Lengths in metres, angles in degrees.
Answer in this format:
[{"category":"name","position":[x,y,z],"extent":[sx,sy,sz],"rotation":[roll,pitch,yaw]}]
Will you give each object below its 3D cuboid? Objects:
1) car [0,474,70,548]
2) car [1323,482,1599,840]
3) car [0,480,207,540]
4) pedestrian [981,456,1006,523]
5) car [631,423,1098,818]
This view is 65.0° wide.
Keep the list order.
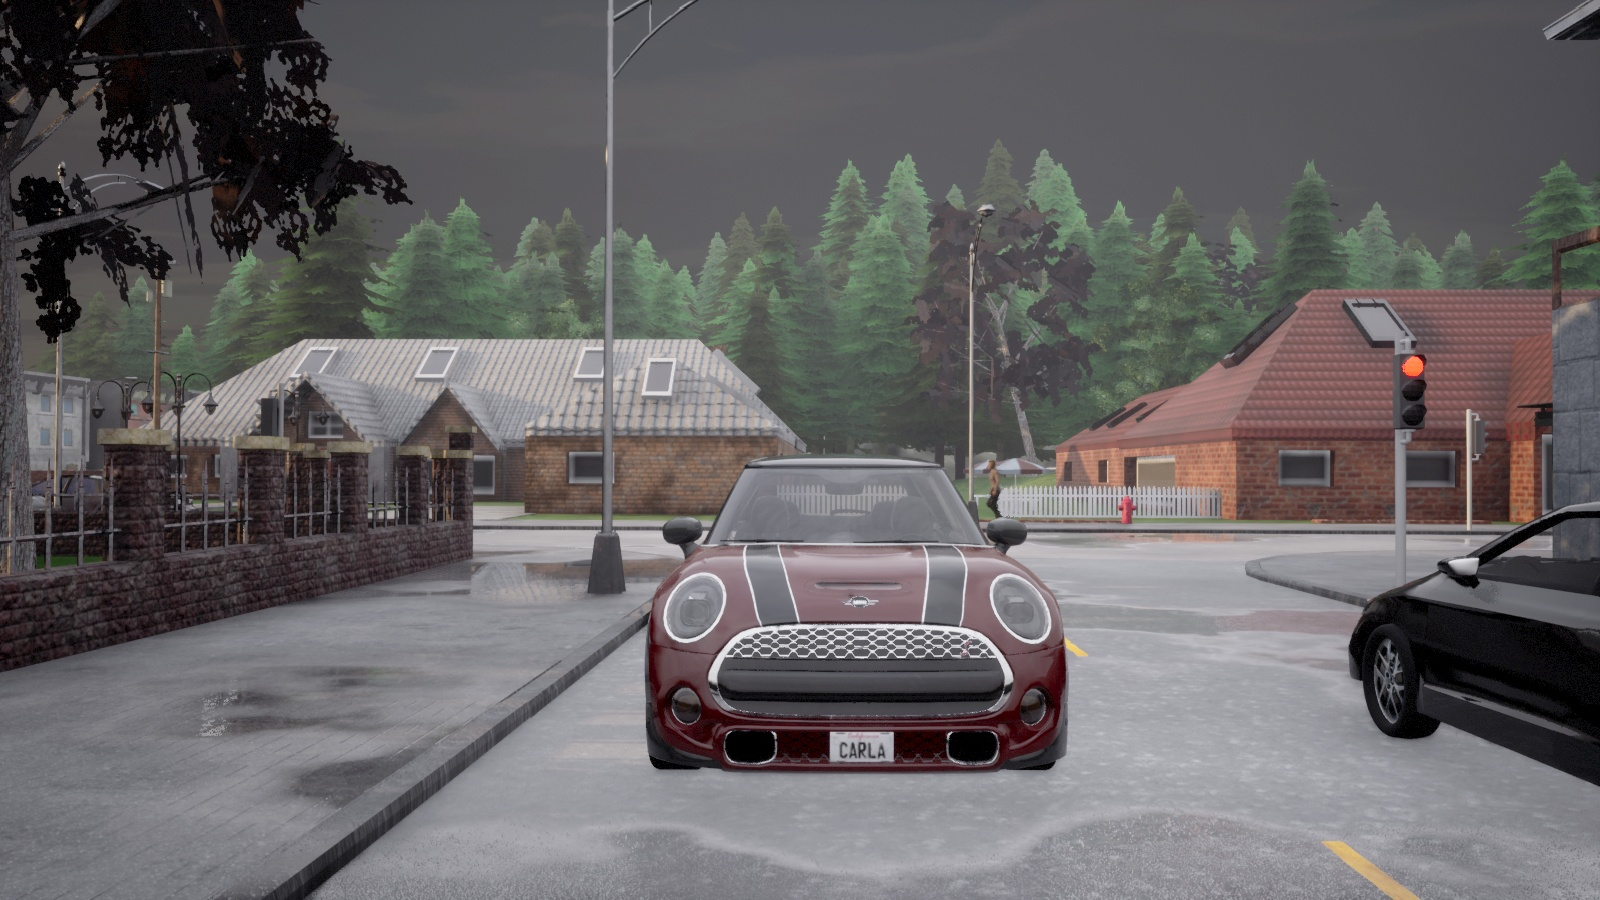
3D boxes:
[{"category":"car","position":[-18.574,1.289,27.041],"extent":[4.514,1.525,2.007],"rotation":[0,-1,0]},{"category":"car","position":[4.291,0.913,6.107],"extent":[1.816,1.474,4.193],"rotation":[0,-1,1]},{"category":"car","position":[-17.772,1.453,31.003],"extent":[5.357,1.411,2.033],"rotation":[0,-1,4]},{"category":"pedestrian","position":[5.316,1.078,34.508],"extent":[0.634,1.846,0.331],"rotation":[0,-1,1]},{"category":"car","position":[0.271,0.805,7.943],"extent":[2.097,1.767,4.553],"rotation":[0,-1,0]}]
